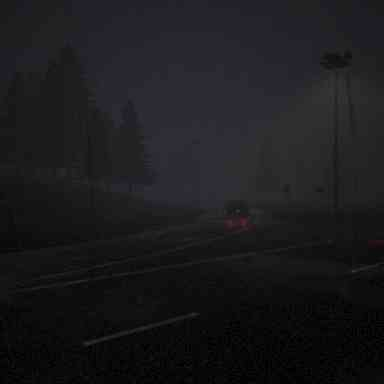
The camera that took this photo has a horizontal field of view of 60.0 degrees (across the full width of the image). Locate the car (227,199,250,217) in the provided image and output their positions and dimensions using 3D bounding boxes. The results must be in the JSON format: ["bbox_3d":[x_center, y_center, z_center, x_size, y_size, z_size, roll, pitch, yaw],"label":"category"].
[{"bbox_3d":[4.161,1.366,29.890,2.128,1.511,4.902,0,0,9],"label":"car"}]
